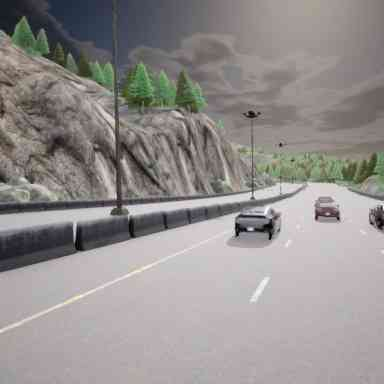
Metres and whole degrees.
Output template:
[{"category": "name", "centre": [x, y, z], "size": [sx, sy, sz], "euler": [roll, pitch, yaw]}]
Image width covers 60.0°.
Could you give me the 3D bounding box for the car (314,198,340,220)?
[{"category": "car", "centre": [11.098, 1.480, 27.370], "size": [1.812, 1.442, 4.674], "euler": [0, 0, 21]}]

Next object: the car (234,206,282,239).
[{"category": "car", "centre": [3.527, 1.460, 17.369], "size": [2.128, 1.511, 4.902], "euler": [0, 0, 21]}]

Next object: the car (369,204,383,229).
[{"category": "car", "centre": [12.295, 1.459, 20.691], "size": [2.128, 1.511, 4.902], "euler": [0, 0, 21]}]
